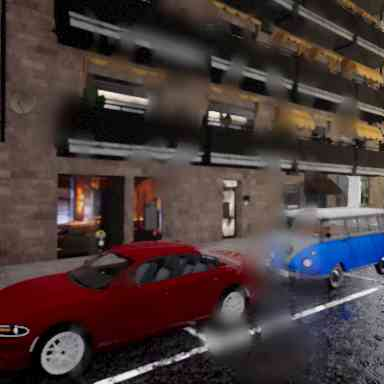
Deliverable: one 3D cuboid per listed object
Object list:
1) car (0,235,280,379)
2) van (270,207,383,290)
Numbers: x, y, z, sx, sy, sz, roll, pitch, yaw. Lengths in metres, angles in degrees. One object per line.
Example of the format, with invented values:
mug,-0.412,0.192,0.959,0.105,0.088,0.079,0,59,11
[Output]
car,-0.836,1.540,5.495,4.507,1.381,1.887,0,1,-36
van,3.796,1.324,8.798,3.998,1.788,1.690,0,1,-36
